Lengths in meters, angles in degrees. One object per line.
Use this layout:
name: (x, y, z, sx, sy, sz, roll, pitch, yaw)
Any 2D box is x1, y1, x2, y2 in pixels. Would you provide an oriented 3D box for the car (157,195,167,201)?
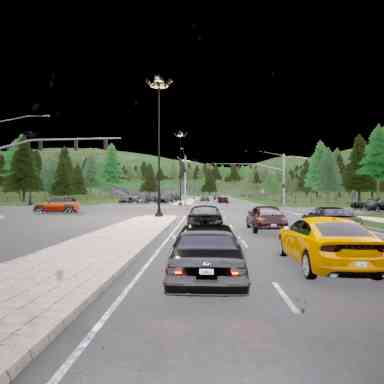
car: (-8.002, 1.525, 89.361, 2.128, 1.511, 4.902, 0, 0, 2)

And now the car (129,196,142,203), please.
car: (-12.195, 1.524, 72.034, 1.812, 1.442, 4.674, 0, 0, 2)

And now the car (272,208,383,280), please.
car: (3.934, 1.478, 9.973, 1.882, 1.535, 5.008, 0, 0, 3)

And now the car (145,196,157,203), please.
car: (-8.728, 1.552, 71.123, 1.994, 1.385, 4.181, 0, 0, 2)

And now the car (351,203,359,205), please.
car: (22.540, 1.601, 41.835, 4.718, 1.301, 1.895, 0, 0, 3)

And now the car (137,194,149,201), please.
car: (-11.843, 1.355, 80.891, 2.097, 1.767, 4.553, 0, 0, 2)

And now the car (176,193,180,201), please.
car: (-4.770, 1.225, 82.608, 2.150, 2.045, 5.566, 0, 0, 2)

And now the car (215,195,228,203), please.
car: (6.242, 1.477, 67.906, 1.882, 1.535, 5.008, 0, 0, 2)

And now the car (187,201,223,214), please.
car: (0.729, 1.478, 18.586, 1.882, 1.535, 5.008, 0, 0, 3)

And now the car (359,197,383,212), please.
car: (22.318, 1.352, 38.342, 4.553, 1.767, 2.097, 0, 0, 3)

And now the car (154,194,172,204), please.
car: (-5.580, 1.601, 63.382, 1.895, 1.301, 4.718, 0, 0, 3)

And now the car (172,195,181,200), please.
car: (-4.341, 1.533, 93.011, 2.033, 1.411, 5.357, 0, 0, 3)

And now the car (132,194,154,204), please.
car: (-9.140, 1.491, 62.272, 2.128, 1.511, 4.902, 0, 0, 3)

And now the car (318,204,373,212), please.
car: (7.749, 1.547, 18.808, 2.033, 1.411, 5.357, 0, 0, 3)

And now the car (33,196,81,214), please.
car: (-14.221, 1.352, 35.059, 4.553, 1.767, 2.097, 0, 0, 1)

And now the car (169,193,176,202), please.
car: (-5.178, 1.355, 72.316, 2.097, 1.767, 4.553, 0, 0, 2)

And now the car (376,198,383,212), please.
car: (22.422, 1.601, 34.829, 4.718, 1.301, 1.895, 0, 0, 3)

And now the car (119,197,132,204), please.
car: (-12.578, 1.564, 63.414, 1.994, 1.385, 4.181, 0, 0, 3)

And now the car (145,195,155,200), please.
car: (-11.433, 1.539, 91.125, 2.033, 1.411, 5.357, 0, 0, 2)

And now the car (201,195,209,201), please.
car: (3.307, 1.552, 84.376, 1.994, 1.385, 4.181, 0, 0, 2)

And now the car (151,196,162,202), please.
car: (-8.406, 1.552, 79.235, 1.994, 1.385, 4.181, 0, 0, 2)

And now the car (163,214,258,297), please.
car: (0.379, 1.547, 8.766, 2.033, 1.411, 5.357, 0, 0, 2)

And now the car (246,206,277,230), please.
car: (4.263, 1.526, 19.192, 1.812, 1.442, 4.674, 0, 0, 3)
